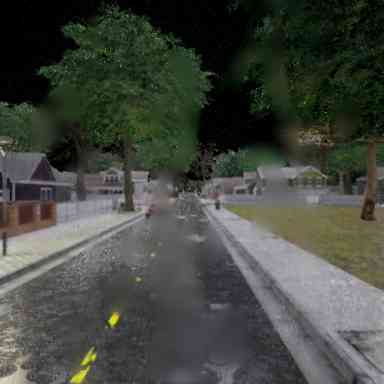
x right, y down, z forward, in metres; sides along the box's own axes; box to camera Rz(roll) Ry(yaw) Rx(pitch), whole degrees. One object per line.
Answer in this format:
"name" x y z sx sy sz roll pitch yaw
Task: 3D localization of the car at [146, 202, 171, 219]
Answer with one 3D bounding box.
"car" -2.851 1.585 28.852 1.895 1.301 4.718 0 0 0
